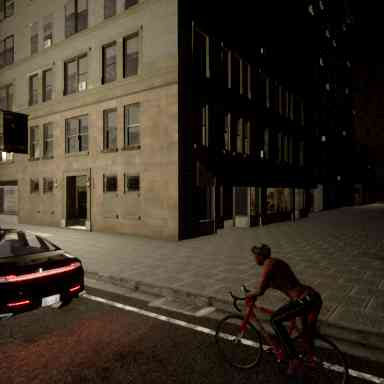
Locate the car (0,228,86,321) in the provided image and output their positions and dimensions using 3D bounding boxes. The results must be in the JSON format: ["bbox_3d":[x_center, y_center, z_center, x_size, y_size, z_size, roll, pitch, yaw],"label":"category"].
[{"bbox_3d":[-4.184,1.492,6.666,4.902,1.511,2.128,0,0,36],"label":"car"}]

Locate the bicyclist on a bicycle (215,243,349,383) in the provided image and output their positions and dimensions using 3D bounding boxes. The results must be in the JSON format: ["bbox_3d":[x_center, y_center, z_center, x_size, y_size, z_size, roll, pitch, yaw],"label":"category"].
[{"bbox_3d":[0.976,1.453,3.966,1.656,1.620,0.582,0,0,36],"label":"bicyclist on a bicycle"}]
